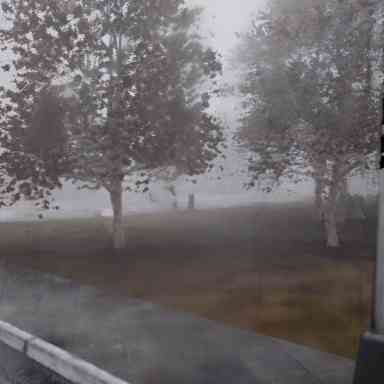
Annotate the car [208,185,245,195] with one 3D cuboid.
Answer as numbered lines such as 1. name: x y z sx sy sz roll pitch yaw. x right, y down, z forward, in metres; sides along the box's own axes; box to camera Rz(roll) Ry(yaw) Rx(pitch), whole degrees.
1. car: 4.995 -0.336 47.635 5.357 1.411 2.033 -3 3 -29
